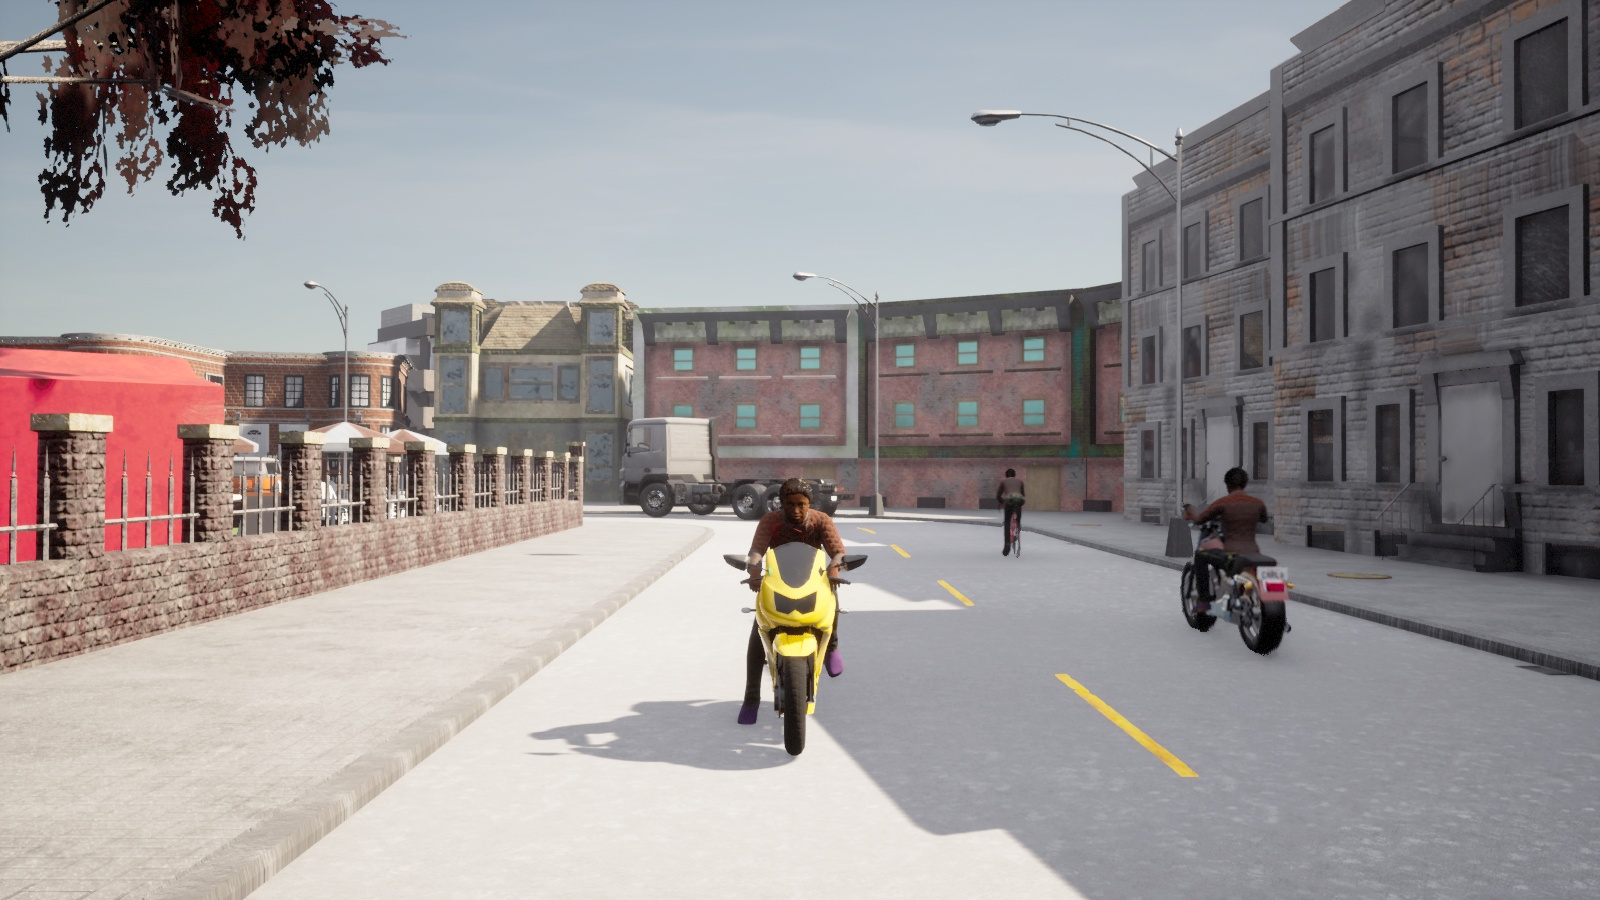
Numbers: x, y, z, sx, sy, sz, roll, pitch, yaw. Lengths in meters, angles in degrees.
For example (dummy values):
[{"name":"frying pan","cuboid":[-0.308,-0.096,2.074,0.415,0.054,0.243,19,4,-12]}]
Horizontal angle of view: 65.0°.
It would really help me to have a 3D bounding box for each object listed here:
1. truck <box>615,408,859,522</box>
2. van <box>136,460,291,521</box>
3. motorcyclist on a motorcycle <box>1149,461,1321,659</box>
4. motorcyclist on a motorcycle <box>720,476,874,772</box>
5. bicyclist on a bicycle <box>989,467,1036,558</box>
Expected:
[{"name":"truck","cuboid":[-2.179,0.539,41.610,7.936,3.462,2.891,-1,-1,35]},{"name":"van","cuboid":[-19.921,1.363,42.747,4.442,1.987,1.775,0,-1,0]},{"name":"motorcyclist on a motorcycle","cuboid":[3.969,0.945,11.699,0.766,1.649,2.350,0,-1,0]},{"name":"motorcyclist on a motorcycle","cuboid":[-0.020,0.923,7.552,0.797,1.523,2.044,0,-1,0]},{"name":"bicyclist on a bicycle","cuboid":[3.938,1.144,23.388,0.582,1.620,1.656,0,-1,0]}]
